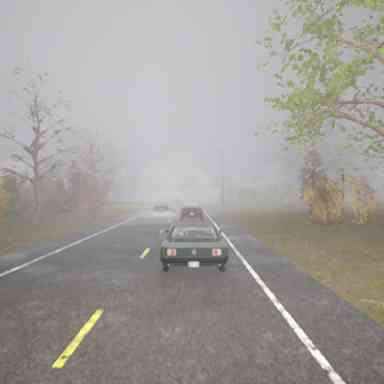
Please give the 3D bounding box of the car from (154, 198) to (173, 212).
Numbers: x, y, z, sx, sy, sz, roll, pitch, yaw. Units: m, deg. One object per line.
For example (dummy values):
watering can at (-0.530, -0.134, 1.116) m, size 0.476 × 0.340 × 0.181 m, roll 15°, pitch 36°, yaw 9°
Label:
car at (-3.845, 1.791, 42.871) m, size 1.895 × 1.301 × 4.718 m, roll 0°, pitch 0°, yaw -1°

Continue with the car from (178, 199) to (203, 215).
car at (-0.010, 1.616, 29.376) m, size 1.882 × 1.535 × 5.008 m, roll 0°, pitch 0°, yaw 0°

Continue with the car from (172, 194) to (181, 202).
car at (-3.880, 1.430, 83.944) m, size 2.150 × 2.045 × 5.566 m, roll 0°, pitch 0°, yaw 0°

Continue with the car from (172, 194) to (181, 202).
car at (-3.726, 1.636, 76.616) m, size 1.812 × 1.442 × 4.674 m, roll 0°, pitch 0°, yaw -2°

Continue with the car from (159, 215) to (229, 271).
car at (0.060, 1.655, 11.109) m, size 1.895 × 1.301 × 4.718 m, roll 0°, pitch 0°, yaw 0°
